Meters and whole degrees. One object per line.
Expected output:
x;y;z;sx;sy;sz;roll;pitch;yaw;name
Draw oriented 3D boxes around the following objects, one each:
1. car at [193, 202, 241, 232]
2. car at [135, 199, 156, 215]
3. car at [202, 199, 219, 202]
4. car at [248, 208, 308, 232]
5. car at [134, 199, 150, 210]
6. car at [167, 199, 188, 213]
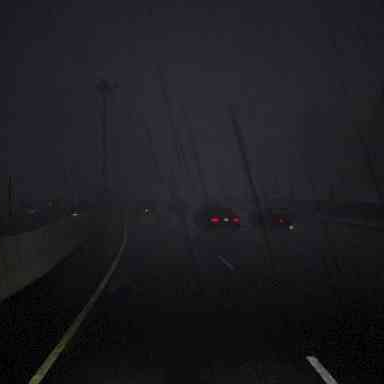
1.378;1.547;20.320;2.033;1.411;5.357;0;0;-10;car
-4.800;1.505;34.394;1.837;1.490;4.892;0;0;-11;car
1.927;1.504;36.503;1.837;1.490;4.892;0;0;-11;car
4.957;1.600;20.043;1.895;1.301;4.718;0;0;-10;car
-6.723;1.601;44.628;1.895;1.301;4.718;0;0;-11;car
-1.674;1.478;36.726;1.882;1.535;5.008;0;0;-11;car
